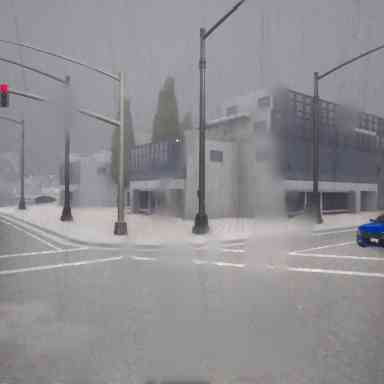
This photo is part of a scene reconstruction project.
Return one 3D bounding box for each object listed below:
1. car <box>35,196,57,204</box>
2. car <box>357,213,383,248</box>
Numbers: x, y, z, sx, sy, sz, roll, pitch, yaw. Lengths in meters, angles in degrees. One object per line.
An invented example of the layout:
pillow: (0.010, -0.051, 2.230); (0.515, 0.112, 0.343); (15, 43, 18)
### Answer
car: (-26.985, 1.437, 61.705); (1.837, 1.490, 4.892); (1, 0, 12)
car: (8.896, 1.543, 14.098); (5.008, 1.535, 1.882); (0, 0, -37)
